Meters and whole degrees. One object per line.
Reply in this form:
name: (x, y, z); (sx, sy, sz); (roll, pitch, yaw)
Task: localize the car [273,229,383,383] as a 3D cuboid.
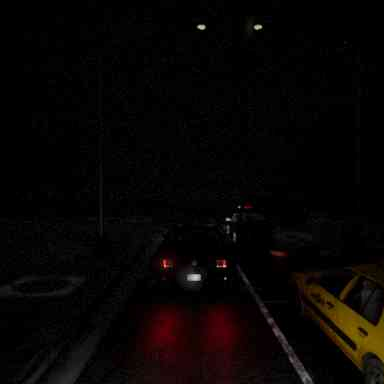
car: (2.619, 1.527, 4.473); (1.752, 1.417, 4.829); (-1, 0, 0)

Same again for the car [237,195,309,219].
car: (6.182, 1.313, 25.604); (5.566, 2.045, 2.150); (2, -1, -15)

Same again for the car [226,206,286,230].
car: (2.613, 1.558, 15.368); (2.008, 1.369, 4.403); (-1, 0, 0)

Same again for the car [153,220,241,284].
car: (0.066, 1.606, 9.576); (1.895, 1.301, 4.718); (0, 0, 0)

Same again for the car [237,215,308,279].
car: (2.617, 1.587, 9.836); (1.802, 1.307, 4.206); (-1, 0, 0)
